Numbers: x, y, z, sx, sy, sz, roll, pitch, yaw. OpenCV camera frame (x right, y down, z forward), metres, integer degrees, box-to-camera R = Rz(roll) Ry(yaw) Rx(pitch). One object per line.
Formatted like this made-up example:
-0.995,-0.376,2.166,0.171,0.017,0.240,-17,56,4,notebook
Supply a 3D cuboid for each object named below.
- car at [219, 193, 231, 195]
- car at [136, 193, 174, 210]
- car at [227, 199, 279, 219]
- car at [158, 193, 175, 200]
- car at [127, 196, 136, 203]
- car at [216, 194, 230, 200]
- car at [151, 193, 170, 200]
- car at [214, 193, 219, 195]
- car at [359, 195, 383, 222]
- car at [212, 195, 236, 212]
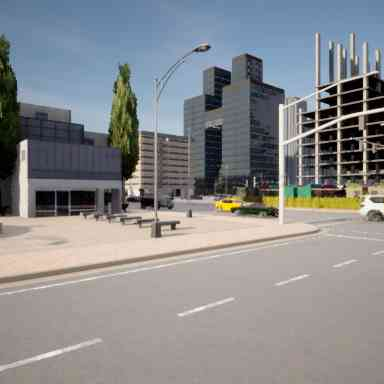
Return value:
7.960,1.395,67.782,3.806,1.475,1.970,0,0,-40,car
-4.539,1.218,42.462,2.150,2.045,5.566,0,0,-38,car
5.669,1.601,29.489,1.895,1.301,4.718,0,0,-38,car
-6.441,1.156,85.095,3.866,1.878,1.905,0,0,-40,car
-11.761,1.491,68.917,2.128,1.511,4.902,0,0,-38,car
8.729,1.395,94.167,3.806,1.475,1.970,0,0,-40,car
-8.247,1.153,87.357,4.605,1.855,1.932,0,0,-40,car
6.119,1.156,70.017,3.866,1.878,1.905,0,0,-40,car
15.398,1.223,24.534,5.566,2.045,2.150,0,0,37,car
4.679,1.478,36.403,1.882,1.535,5.008,0,0,-38,car
